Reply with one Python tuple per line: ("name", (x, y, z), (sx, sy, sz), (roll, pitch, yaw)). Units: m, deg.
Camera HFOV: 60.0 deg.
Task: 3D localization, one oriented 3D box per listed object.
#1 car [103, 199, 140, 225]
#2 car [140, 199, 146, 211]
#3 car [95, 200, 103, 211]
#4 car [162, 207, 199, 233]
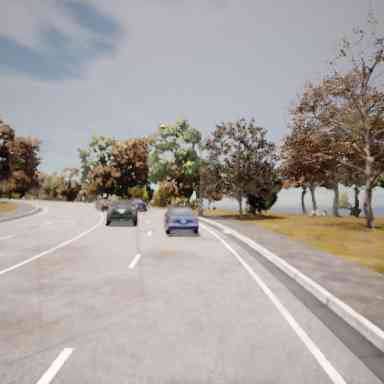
("car", (-5.047, 1.367, 24.307), (2.097, 1.767, 4.553), (1, 0, -10))
("car", (-7.043, 1.599, 41.446), (1.812, 1.442, 4.674), (2, -1, -25))
("car", (-10.716, 1.594, 41.143), (1.895, 1.301, 4.718), (2, 0, -27))
("car", (-0.739, 1.579, 19.728), (2.033, 1.411, 5.357), (0, 0, -7))
